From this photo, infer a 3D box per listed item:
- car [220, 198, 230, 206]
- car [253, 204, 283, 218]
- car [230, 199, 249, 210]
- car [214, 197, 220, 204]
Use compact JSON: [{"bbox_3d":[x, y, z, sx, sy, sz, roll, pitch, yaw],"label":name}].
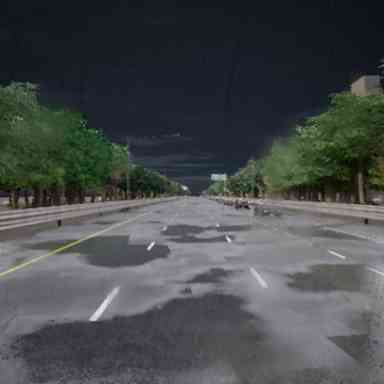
[{"bbox_3d":[7.270,2.121,67.028,1.895,1.301,4.718,0,-1,0],"label":"car"},{"bbox_3d":[7.066,1.755,31.442,1.895,1.301,4.718,0,-1,0],"label":"car"},{"bbox_3d":[7.147,1.832,48.554,1.837,1.490,4.892,0,-1,0],"label":"car"},{"bbox_3d":[7.437,2.253,85.997,2.128,1.511,4.902,0,-1,1],"label":"car"}]
